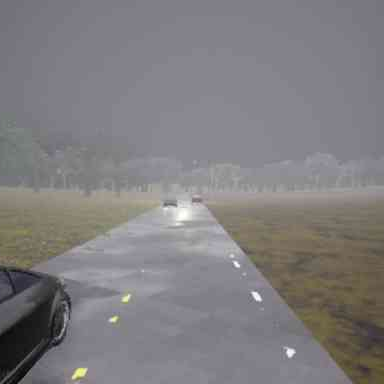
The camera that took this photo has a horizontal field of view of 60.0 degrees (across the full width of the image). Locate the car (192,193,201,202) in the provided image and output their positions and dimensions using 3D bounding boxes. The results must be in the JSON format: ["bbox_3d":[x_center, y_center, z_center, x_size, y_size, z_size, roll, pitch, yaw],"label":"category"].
[{"bbox_3d":[0.816,1.110,65.657,1.801,1.575,5.366,0,0,0],"label":"car"}]

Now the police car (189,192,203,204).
[{"bbox_3d":[0.817,1.150,55.577,1.930,1.638,5.238,0,0,0],"label":"police car"}]

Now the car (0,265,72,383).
[{"bbox_3d":[-2.850,1.549,3.484,1.994,1.385,4.181,0,0,0],"label":"car"}]

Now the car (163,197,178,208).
[{"bbox_3d":[-2.844,1.342,44.655,2.033,1.411,5.357,0,0,0],"label":"car"}]

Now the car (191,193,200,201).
[{"bbox_3d":[0.815,1.090,71.469,1.882,1.535,5.008,0,0,0],"label":"car"}]
